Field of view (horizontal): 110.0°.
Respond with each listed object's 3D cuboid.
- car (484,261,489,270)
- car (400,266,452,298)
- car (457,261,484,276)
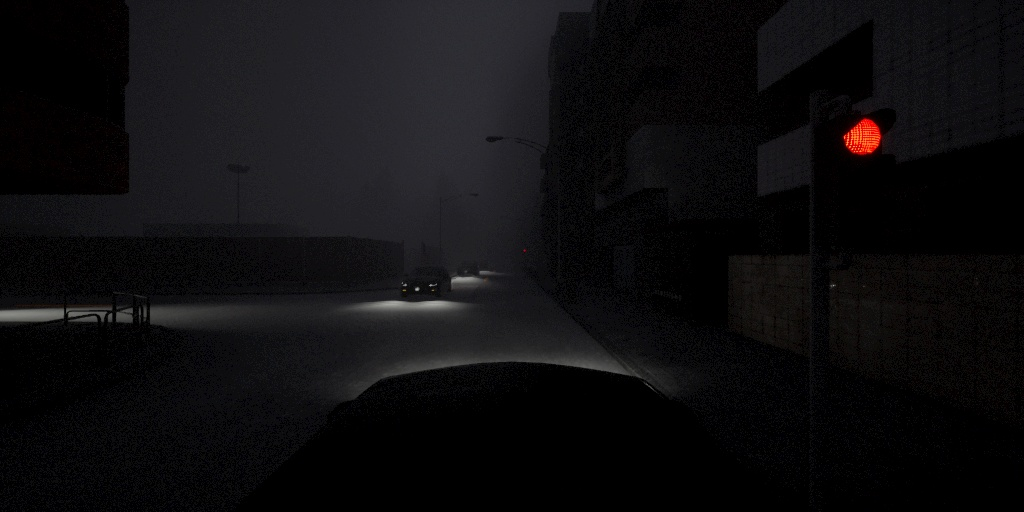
[{"bbox_3d":[-4.493,1.358,53.256,1.895,1.301,4.718,0,0,-1],"label":"car"},{"bbox_3d":[-4.257,1.257,18.404,1.837,1.490,4.892,0,-1,-1],"label":"car"},{"bbox_3d":[-4.427,1.241,36.667,2.128,1.511,4.902,0,0,0],"label":"car"}]
